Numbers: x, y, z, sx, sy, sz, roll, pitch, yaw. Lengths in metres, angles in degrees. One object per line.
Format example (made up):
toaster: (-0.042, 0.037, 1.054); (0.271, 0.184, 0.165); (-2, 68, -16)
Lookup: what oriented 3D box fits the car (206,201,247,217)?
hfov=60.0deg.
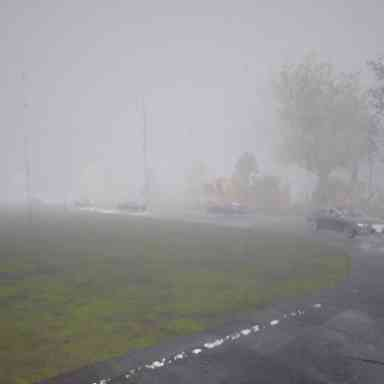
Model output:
car: (3.390, 1.624, 32.924); (1.812, 1.442, 4.674); (0, 0, -37)

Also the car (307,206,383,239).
car: (8.024, 1.516, 17.604); (2.128, 1.511, 4.902); (0, 0, -13)

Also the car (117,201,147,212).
car: (-7.461, 1.799, 41.294); (1.895, 1.301, 4.718); (0, 0, -36)

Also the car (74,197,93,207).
car: (-18.509, 1.715, 56.859); (2.097, 1.767, 4.553); (0, 0, -35)
